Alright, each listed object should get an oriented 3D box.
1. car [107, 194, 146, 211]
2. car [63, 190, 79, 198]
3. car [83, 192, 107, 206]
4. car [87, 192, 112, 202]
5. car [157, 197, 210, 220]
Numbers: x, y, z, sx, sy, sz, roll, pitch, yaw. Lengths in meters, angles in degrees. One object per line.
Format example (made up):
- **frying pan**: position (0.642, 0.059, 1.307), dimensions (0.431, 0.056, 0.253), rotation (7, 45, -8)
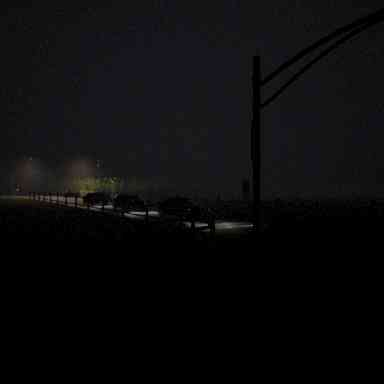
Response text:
- **car**: position (-6.101, 0.969, 31.951), dimensions (1.837, 1.490, 4.892), rotation (0, 1, -35)
- **car**: position (-22.519, 0.353, 62.029), dimensions (1.882, 1.535, 5.008), rotation (0, 1, -35)
- **car**: position (-11.702, 0.813, 40.026), dimensions (1.812, 1.442, 4.674), rotation (0, 1, -35)
- **car**: position (-13.841, 0.686, 49.546), dimensions (2.033, 1.411, 5.357), rotation (0, 1, -34)
- **car**: position (-0.708, 1.113, 24.192), dimensions (1.882, 1.535, 5.008), rotation (0, 1, -35)
